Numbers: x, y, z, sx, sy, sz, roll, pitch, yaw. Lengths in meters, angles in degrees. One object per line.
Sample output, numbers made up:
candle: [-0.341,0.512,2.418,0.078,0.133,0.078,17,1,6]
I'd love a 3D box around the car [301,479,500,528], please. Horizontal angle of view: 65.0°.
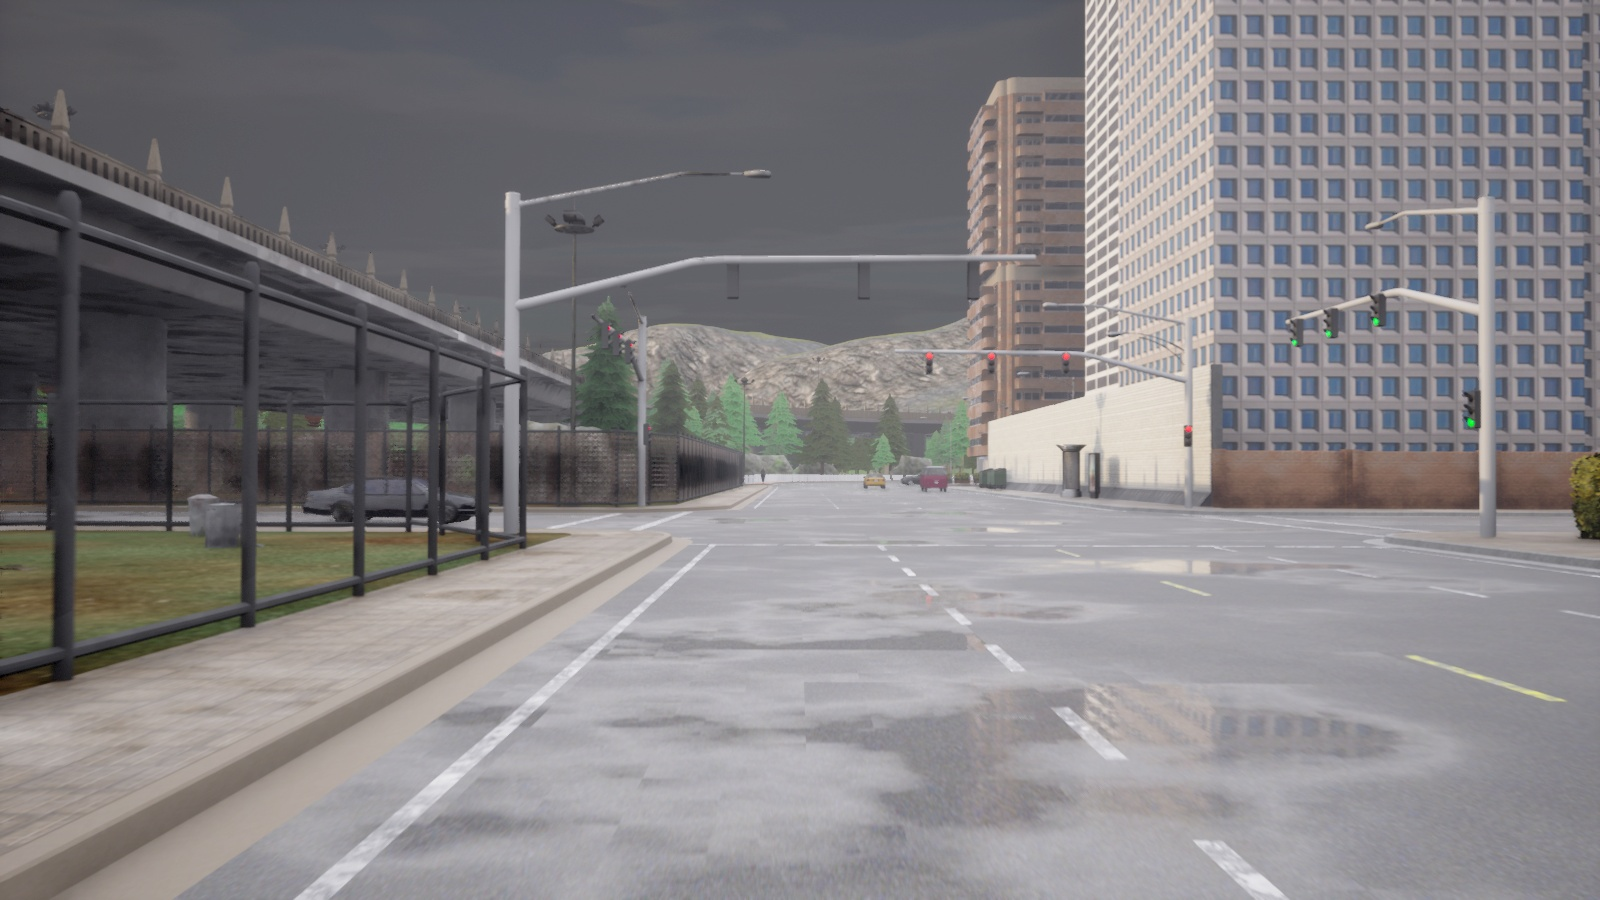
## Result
car: [-11.994,1.601,37.951,5.357,1.411,2.033,0,-1,0]

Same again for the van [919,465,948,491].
van: [10.260,2.146,96.756,1.775,1.987,4.442,0,-1,0]
